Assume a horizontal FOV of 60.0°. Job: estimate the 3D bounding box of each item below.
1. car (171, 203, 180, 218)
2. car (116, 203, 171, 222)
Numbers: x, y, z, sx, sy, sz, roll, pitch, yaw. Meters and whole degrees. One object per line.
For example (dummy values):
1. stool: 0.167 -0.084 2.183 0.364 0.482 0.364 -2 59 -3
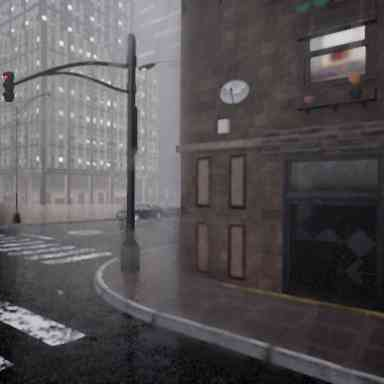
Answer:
1. car: -0.847 1.660 30.874 2.008 1.369 4.403 0 -1 35
2. car: -4.052 1.579 26.319 2.008 1.369 4.403 0 -1 35
